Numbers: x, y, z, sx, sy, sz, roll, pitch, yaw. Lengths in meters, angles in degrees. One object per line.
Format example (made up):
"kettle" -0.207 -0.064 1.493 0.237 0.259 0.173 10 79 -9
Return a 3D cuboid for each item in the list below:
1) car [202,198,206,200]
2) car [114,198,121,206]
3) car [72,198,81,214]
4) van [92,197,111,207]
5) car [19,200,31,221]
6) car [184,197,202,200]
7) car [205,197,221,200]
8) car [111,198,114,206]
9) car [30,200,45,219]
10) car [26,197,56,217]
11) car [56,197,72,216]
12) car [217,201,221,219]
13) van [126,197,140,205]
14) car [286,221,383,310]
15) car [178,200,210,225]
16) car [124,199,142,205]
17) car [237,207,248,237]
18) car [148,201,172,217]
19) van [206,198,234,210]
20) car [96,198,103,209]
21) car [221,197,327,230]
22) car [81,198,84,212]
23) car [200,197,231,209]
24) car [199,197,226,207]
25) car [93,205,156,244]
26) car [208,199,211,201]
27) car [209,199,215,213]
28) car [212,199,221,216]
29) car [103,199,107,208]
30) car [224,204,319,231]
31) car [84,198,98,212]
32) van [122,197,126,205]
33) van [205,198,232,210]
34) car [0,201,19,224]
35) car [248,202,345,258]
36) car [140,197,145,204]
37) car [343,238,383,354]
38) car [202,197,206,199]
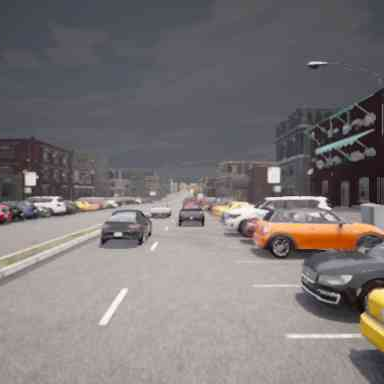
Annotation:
"car" 4.252 2.045 48.235 5.366 1.575 1.946 0 -1 0
"car" -16.119 1.999 59.289 5.566 2.045 2.435 0 -1 0
"car" -15.951 1.586 37.229 5.566 2.045 2.435 0 -1 0
"van" -15.988 1.930 53.774 4.442 1.987 1.878 0 -1 0
"car" -15.890 1.629 26.204 5.008 1.535 2.097 0 -1 0
"car" -0.143 1.687 43.051 2.150 2.045 5.566 0 -1 0
"car" 4.483 1.870 45.583 4.553 1.767 2.185 0 -1 0
"car" -16.157 2.079 56.528 4.553 1.767 2.185 0 -1 0
"car" -15.945 1.707 28.955 4.792 1.488 2.163 0 -1 0
"car" -15.968 1.601 31.715 4.553 1.767 2.185 0 -1 0
"car" -15.986 1.531 34.472 5.566 2.045 2.435 0 -1 0
"car" 4.566 1.652 26.015 4.674 1.452 2.002 0 -1 0
"van" -16.220 2.368 84.107 4.442 1.987 1.878 0 -1 0
"car" 4.681 1.486 6.573 4.892 1.521 2.231 0 0 0
"car" -0.038 1.609 24.948 2.128 1.511 4.902 0 -1 -1
"car" -16.402 2.747 92.372 4.674 1.452 2.002 0 -1 0
"car" 4.625 1.543 15.031 4.674 1.452 2.002 0 0 0
"car" -3.092 1.884 34.136 1.895 1.301 4.718 0 -1 0
"van" 4.523 1.927 53.922 4.442 1.987 1.878 0 -1 0
"car" -16.248 2.053 48.253 5.366 1.575 1.946 0 -1 0
"car" 4.582 1.269 17.807 5.566 2.045 2.435 0 -1 0
"car" -15.969 1.767 39.983 4.553 1.767 2.185 0 -1 0
"car" 4.401 2.043 62.258 5.566 2.045 2.435 0 -1 0
"car" 4.376 2.167 70.593 5.566 2.045 2.435 0 -1 0
"car" -2.986 1.553 15.701 1.812 1.442 4.674 0 0 0
"car" 4.506 1.827 37.244 4.892 1.521 2.231 0 -1 0
"car" 4.521 1.766 34.341 5.008 1.535 2.097 0 -1 0
"car" 4.733 1.655 28.786 5.366 1.575 1.946 0 -1 0
"car" -16.081 2.147 51.010 4.674 1.452 2.002 0 -1 0
"car" 4.780 1.542 20.585 5.366 1.575 1.946 0 -1 0
"car" -16.227 1.999 45.494 5.366 1.575 1.946 0 -1 0
"van" -16.327 2.154 67.562 4.442 1.987 1.878 0 -1 0
"van" 4.512 1.975 56.576 4.442 1.987 1.878 0 -1 0
"car" -15.846 1.342 23.450 5.566 2.045 2.435 0 -1 0
"car" 4.611 1.368 12.254 4.553 1.767 2.185 0 0 0
"car" -16.350 2.414 89.618 5.566 2.045 2.435 0 -1 0
"car" 4.876 1.479 3.794 5.366 1.575 1.946 0 0 0
"car" 4.391 1.849 51.023 5.566 2.045 2.435 0 -1 0
